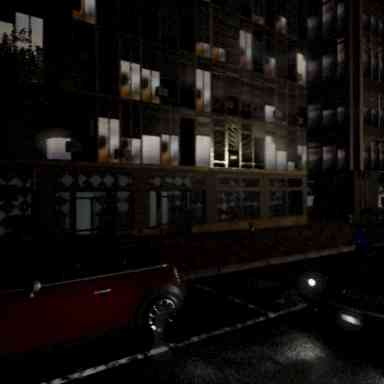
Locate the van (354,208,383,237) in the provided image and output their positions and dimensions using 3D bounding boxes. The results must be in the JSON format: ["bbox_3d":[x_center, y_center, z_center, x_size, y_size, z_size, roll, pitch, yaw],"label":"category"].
[{"bbox_3d":[7.430,1.436,11.863,3.998,1.788,1.690,1,-1,-35],"label":"van"}]

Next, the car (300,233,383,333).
[{"bbox_3d":[4.218,1.653,6.375,4.718,1.301,1.895,1,0,-35],"label":"car"}]

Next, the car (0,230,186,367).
[{"bbox_3d":[-2.187,1.448,5.029,4.097,1.590,1.967,1,-1,-35],"label":"car"}]
